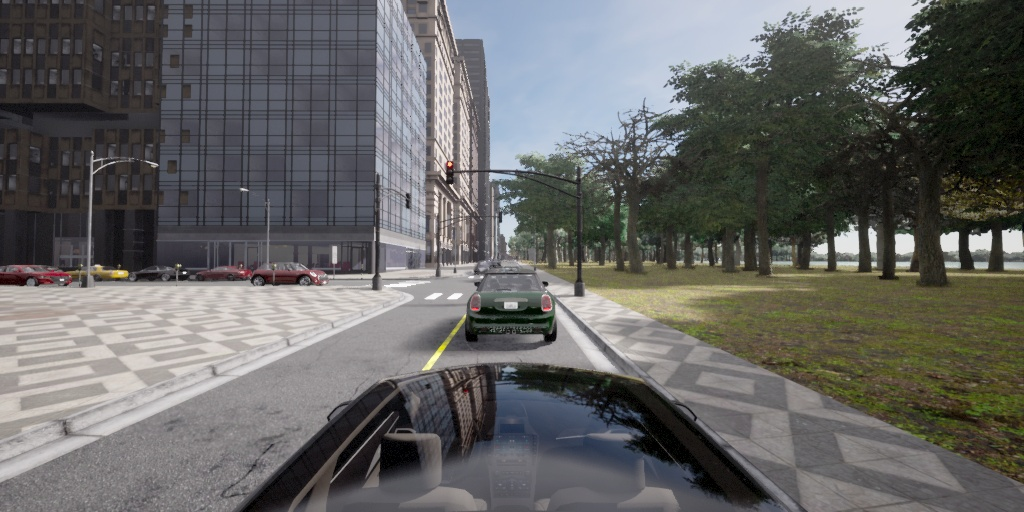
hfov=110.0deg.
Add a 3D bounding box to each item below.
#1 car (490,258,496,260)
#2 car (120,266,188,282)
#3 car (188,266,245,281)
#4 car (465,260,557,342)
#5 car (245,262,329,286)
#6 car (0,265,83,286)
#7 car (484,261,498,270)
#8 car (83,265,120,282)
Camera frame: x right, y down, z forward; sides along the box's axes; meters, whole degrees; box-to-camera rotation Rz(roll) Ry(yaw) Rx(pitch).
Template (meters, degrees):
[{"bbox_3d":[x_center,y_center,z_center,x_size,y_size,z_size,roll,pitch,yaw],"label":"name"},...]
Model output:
[{"bbox_3d":[-3.225,1.317,40.610,2.128,1.511,4.902,0,0,0],"label":"car"},{"bbox_3d":[-30.076,1.481,30.637,4.313,1.339,1.948,0,0,0],"label":"car"},{"bbox_3d":[-24.589,1.494,30.664,4.207,1.307,1.802,0,0,0],"label":"car"},{"bbox_3d":[-0.014,1.108,9.994,2.097,1.767,4.553,0,0,0],"label":"car"},{"bbox_3d":[-13.609,1.120,22.194,4.097,1.591,1.967,0,0,-1],"label":"car"},{"bbox_3d":[-30.040,1.236,22.115,4.507,1.381,1.888,0,0,0],"label":"car"},{"bbox_3d":[-3.269,1.487,55.574,1.895,1.301,4.718,0,0,0],"label":"car"},{"bbox_3d":[-35.733,1.444,30.610,4.829,1.417,1.751,0,0,0],"label":"car"}]
